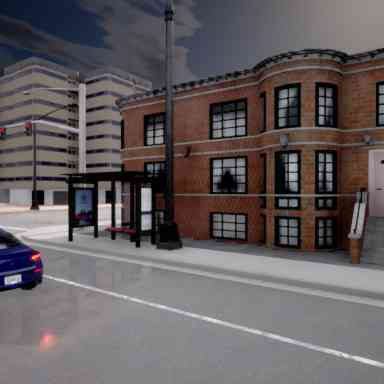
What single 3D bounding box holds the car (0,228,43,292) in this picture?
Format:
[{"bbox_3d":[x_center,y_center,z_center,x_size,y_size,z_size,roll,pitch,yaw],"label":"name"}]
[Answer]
[{"bbox_3d":[-5.289,1.508,7.718,4.674,1.442,1.812,0,0,36],"label":"car"}]
